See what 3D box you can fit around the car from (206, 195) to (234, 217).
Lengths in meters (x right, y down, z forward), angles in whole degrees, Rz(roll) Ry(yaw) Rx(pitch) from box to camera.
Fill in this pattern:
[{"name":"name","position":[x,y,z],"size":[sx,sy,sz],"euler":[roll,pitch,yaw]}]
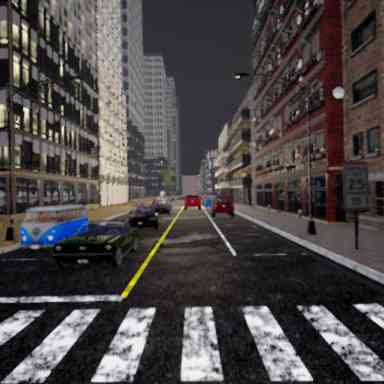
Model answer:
[{"name":"car","position":[2.737,1.309,30.745],"size":[2.192,1.841,5.009],"euler":[-1,0,0]}]

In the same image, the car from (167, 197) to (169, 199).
[{"name":"car","position":[-5.572,1.765,58.347],"size":[1.752,1.417,4.829],"euler":[-1,0,0]}]

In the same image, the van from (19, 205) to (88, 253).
[{"name":"van","position":[-5.681,1.467,14.110],"size":[1.690,1.788,3.998],"euler":[-1,0,0]}]

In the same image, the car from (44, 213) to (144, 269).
[{"name":"car","position":[-3.086,1.668,11.631],"size":[1.895,1.301,4.718],"euler":[-1,0,0]}]

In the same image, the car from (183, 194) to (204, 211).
[{"name":"car","position":[0.080,1.303,43.206],"size":[2.150,2.045,5.566],"euler":[-1,0,0]}]

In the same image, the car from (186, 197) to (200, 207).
[{"name":"car","position":[0.109,1.601,53.598],"size":[2.128,1.511,4.902],"euler":[-1,0,0]}]

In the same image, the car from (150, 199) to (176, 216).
[{"name":"car","position":[-3.013,1.722,33.850],"size":[1.895,1.301,4.718],"euler":[-1,0,0]}]

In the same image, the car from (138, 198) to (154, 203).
[{"name":"car","position":[-5.624,1.706,36.144],"size":[1.752,1.417,4.829],"euler":[-1,0,0]}]

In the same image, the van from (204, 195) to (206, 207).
[{"name":"van","position":[2.777,1.378,47.397],"size":[1.690,1.788,3.998],"euler":[-1,0,0]}]

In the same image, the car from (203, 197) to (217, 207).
[{"name":"car","position":[2.795,1.603,52.947],"size":[2.008,1.369,4.403],"euler":[-1,0,0]}]

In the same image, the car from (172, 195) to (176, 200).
[{"name":"car","position":[-5.517,1.856,80.720],"size":[2.008,1.369,4.403],"euler":[-1,0,0]}]

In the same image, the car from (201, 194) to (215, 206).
[{"name":"car","position":[2.803,1.383,58.499],"size":[2.192,1.841,5.009],"euler":[-1,0,0]}]

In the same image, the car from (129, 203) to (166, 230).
[{"name":"car","position":[-3.063,1.655,21.622],"size":[1.994,1.385,4.181],"euler":[-1,0,0]}]

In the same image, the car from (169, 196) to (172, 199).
[{"name":"car","position":[-5.557,1.807,64.068],"size":[2.008,1.369,4.403],"euler":[-1,0,0]}]
